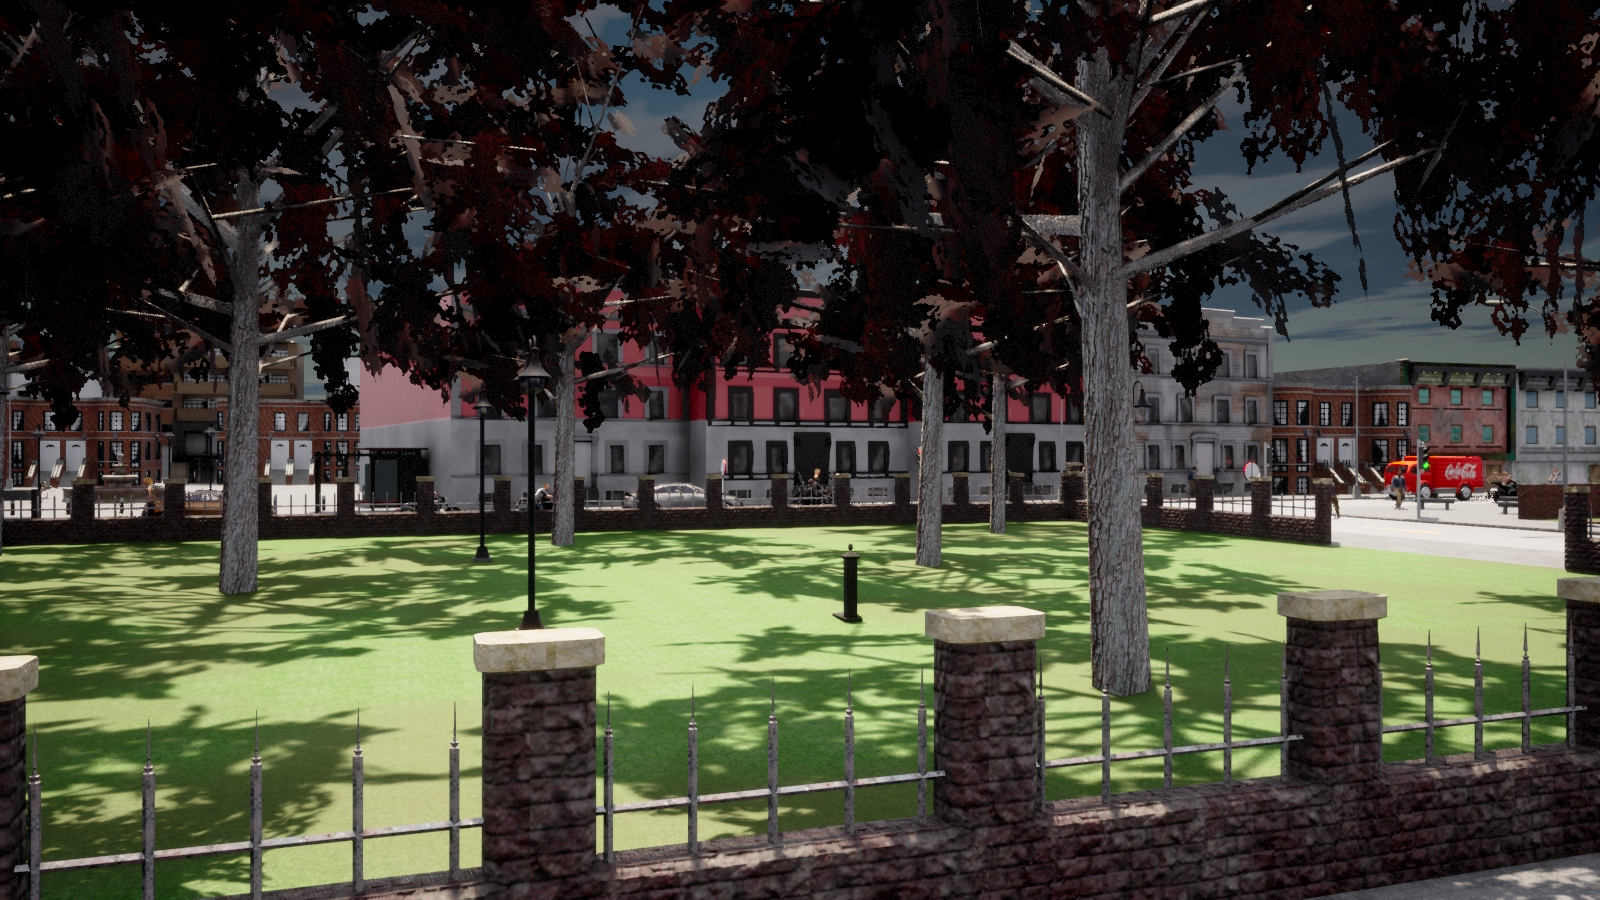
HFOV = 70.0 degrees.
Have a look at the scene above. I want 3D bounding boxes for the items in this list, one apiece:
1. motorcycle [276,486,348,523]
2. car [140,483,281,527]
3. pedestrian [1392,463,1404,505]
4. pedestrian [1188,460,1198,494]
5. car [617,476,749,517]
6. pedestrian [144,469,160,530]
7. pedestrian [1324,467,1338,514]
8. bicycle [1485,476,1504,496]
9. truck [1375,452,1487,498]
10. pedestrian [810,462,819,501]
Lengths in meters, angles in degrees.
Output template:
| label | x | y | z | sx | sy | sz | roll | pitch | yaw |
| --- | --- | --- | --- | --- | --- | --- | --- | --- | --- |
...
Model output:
| label | x | y | z | sx | sy | sz | roll | pitch | yaw |
| --- | --- | --- | --- | --- | --- | --- | --- | --- | --- |
| motorcycle | -17.611 | 1.950 | 41.298 | 2.356 | 1.277 | 0.764 | 0 | 0 | -19 |
| car | -20.656 | 1.899 | 40.245 | 4.181 | 1.385 | 1.994 | 0 | 0 | -19 |
| pedestrian | 26.932 | 1.517 | 51.444 | 0.375 | 1.860 | 0.375 | 0 | 0 | 2 |
| pedestrian | 22.121 | 1.523 | 64.363 | 0.375 | 1.860 | 0.375 | 0 | 0 | -18 |
| car | -4.677 | 1.827 | 45.707 | 4.902 | 1.511 | 2.128 | 0 | 0 | -19 |
| pedestrian | -20.054 | 1.523 | 35.372 | 0.375 | 1.860 | 0.375 | 0 | 0 | -19 |
| pedestrian | 21.471 | 1.629 | 46.176 | 0.375 | 1.860 | 0.375 | 0 | 0 | -17 |
| bicycle | 39.299 | 2.036 | 64.656 | 0.859 | 1.080 | 1.487 | 0 | 0 | 35 |
| truck | 35.004 | 1.348 | 63.458 | 5.204 | 2.467 | 2.627 | 0 | 0 | -19 |
| pedestrian | 0.714 | 1.524 | 55.219 | 0.375 | 1.860 | 0.375 | 0 | 0 | -7 |
